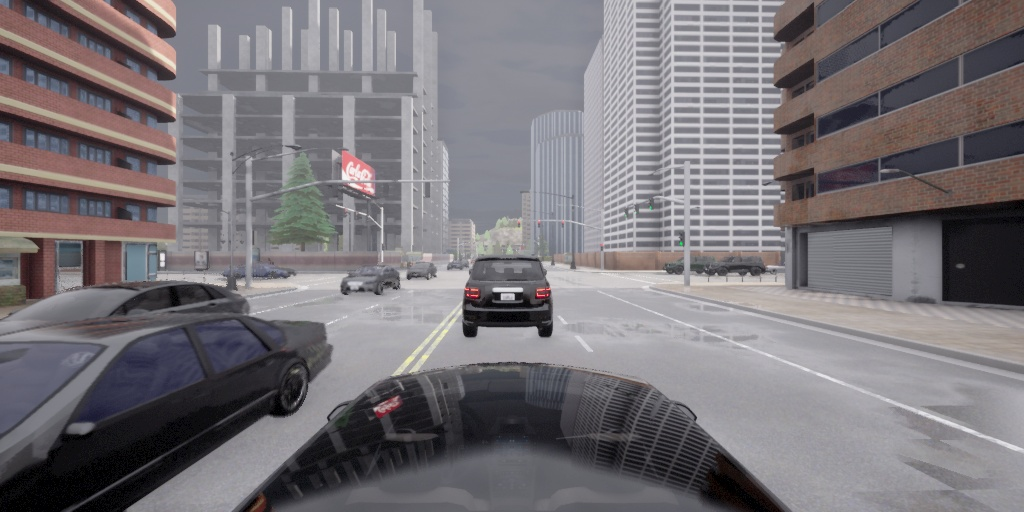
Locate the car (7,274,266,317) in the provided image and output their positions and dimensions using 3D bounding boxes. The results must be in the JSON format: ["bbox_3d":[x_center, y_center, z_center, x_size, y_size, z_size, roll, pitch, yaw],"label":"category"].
[{"bbox_3d":[-7.188,1.256,6.640,1.837,1.490,4.892,0,0,-1],"label":"car"}]

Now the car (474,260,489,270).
[{"bbox_3d":[-4.666,1.314,54.620,1.994,1.385,4.181,0,0,-1],"label":"car"}]

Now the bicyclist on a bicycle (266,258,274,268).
[{"bbox_3d":[-28.705,1.051,42.519,0.582,1.620,1.656,0,0,-1],"label":"bicyclist on a bicycle"}]

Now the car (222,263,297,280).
[{"bbox_3d":[-21.570,1.298,30.731,5.357,1.411,2.033,0,0,-2],"label":"car"}]

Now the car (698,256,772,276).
[{"bbox_3d":[21.996,0.971,35.550,5.566,2.045,2.150,0,0,-2],"label":"car"}]

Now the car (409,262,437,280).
[{"bbox_3d":[-7.685,1.253,30.864,1.837,1.490,4.892,0,0,-1],"label":"car"}]

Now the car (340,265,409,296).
[{"bbox_3d":[-7.447,1.243,19.308,2.128,1.511,4.902,0,0,-1],"label":"car"}]

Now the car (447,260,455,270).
[{"bbox_3d":[-8.112,1.313,51.790,1.994,1.385,4.181,0,0,-1],"label":"car"}]

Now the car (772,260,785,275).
[{"bbox_3d":[29.515,1.351,39.231,4.718,1.301,1.895,0,0,-1],"label":"car"}]

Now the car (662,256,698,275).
[{"bbox_3d":[19.385,0.972,38.980,5.566,2.045,2.150,0,0,-1],"label":"car"}]

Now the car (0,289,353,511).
[{"bbox_3d":[-3.616,1.297,3.199,2.033,1.411,5.357,0,0,-1],"label":"car"}]

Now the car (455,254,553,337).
[{"bbox_3d":[-0.120,0.971,10.397,2.150,2.045,5.566,0,0,-1],"label":"car"}]

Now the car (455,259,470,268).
[{"bbox_3d":[-8.272,1.255,60.361,1.837,1.490,4.892,0,0,-1],"label":"car"}]
